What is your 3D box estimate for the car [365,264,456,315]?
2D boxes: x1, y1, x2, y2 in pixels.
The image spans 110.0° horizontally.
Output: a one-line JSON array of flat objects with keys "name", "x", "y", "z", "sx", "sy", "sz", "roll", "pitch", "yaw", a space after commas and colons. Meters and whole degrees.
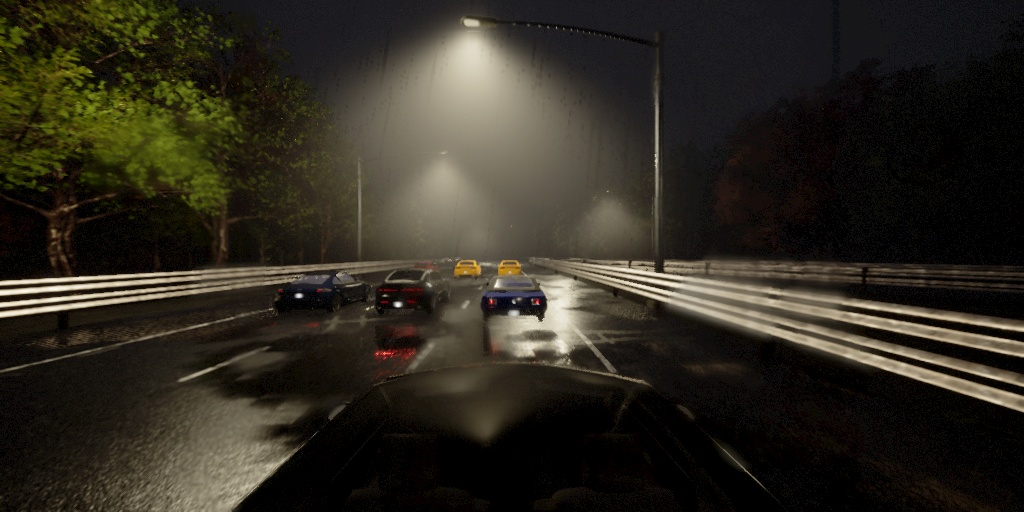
[{"name": "car", "x": -3.464, "y": 1.204, "z": 13.266, "sx": 1.837, "sy": 1.490, "sz": 4.892, "roll": 0, "pitch": 0, "yaw": 0}]

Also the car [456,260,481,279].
[{"name": "car", "x": -3.709, "y": 1.110, "z": 30.603, "sx": 1.882, "sy": 1.535, "sz": 5.008, "roll": 0, "pitch": 0, "yaw": -1}]

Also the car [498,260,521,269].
[{"name": "car", "x": -0.206, "y": 1.109, "z": 30.511, "sx": 1.882, "sy": 1.535, "sz": 5.008, "roll": 0, "pitch": 0, "yaw": -1}]

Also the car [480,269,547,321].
[{"name": "car", "x": 0.047, "y": 1.303, "z": 12.255, "sx": 1.895, "sy": 1.301, "sz": 4.718, "roll": 0, "pitch": 0, "yaw": 0}]

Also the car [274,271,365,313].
[{"name": "car", "x": -6.968, "y": 1.262, "z": 13.707, "sx": 1.994, "sy": 1.385, "sz": 4.181, "roll": 0, "pitch": 0, "yaw": 0}]

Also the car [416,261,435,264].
[{"name": "car", "x": -7.197, "y": 1.162, "z": 30.017, "sx": 1.812, "sy": 1.442, "sz": 4.674, "roll": 0, "pitch": 0, "yaw": -1}]
